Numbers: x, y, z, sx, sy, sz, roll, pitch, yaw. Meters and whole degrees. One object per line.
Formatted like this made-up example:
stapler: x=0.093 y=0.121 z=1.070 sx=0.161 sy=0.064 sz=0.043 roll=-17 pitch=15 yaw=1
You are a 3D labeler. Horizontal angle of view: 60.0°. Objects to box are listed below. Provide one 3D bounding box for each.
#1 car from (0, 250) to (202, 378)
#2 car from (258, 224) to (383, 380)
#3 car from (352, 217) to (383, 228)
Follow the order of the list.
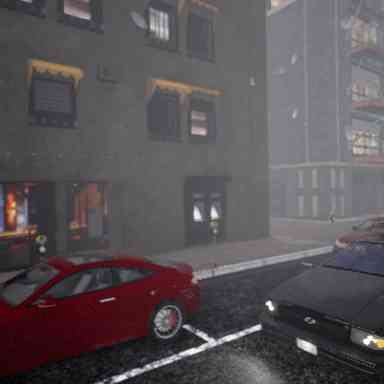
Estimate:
car: x=-1.764 y=1.586 z=4.853 sx=4.206 sy=1.307 sz=1.802 roll=-1 pitch=0 yaw=-36
car: x=3.566 y=1.488 z=5.669 sx=5.357 sy=1.411 sz=2.033 roll=-1 pitch=0 yaw=-36
car: x=6.271 y=1.473 z=10.691 sx=4.206 sy=1.307 sz=1.802 roll=-1 pitch=0 yaw=-36
